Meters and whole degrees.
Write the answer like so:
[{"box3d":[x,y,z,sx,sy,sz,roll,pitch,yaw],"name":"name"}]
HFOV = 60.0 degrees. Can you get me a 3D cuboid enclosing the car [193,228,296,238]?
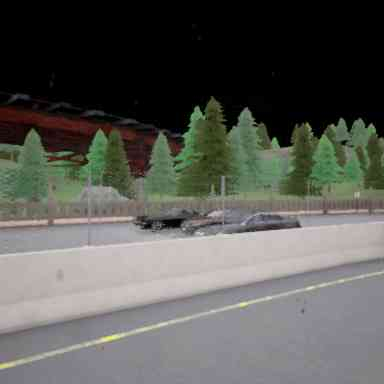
[{"box3d":[2.333,1.505,13.663,4.902,1.511,2.128,0,0,-31],"name":"car"}]
